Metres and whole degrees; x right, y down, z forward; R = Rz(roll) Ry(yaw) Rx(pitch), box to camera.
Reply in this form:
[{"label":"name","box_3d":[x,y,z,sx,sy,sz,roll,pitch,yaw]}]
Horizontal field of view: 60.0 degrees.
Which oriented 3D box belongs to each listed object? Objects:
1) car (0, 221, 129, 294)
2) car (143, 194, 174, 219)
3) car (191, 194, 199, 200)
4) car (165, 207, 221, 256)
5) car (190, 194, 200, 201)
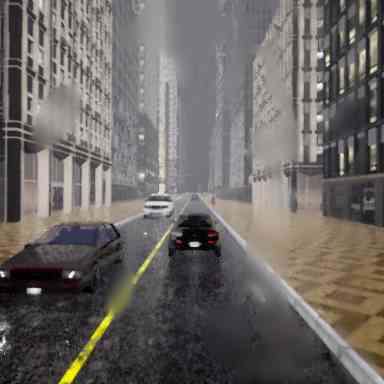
[{"label":"car","box_3d":[-3.035,1.517,9.073,2.033,1.411,5.357,0,0,0]},{"label":"car","box_3d":[-2.786,1.173,28.678,2.150,2.045,5.566,0,0,1]},{"label":"car","box_3d":[0.805,1.301,88.525,1.837,1.490,4.892,0,0,1]},{"label":"car","box_3d":[0.102,1.513,12.990,1.812,1.442,4.674,0,0,1]},{"label":"car","box_3d":[0.712,1.251,78.460,2.097,1.767,4.553,0,0,1]}]
